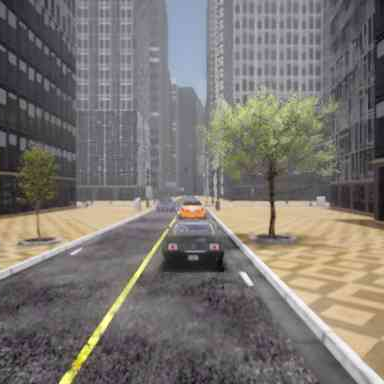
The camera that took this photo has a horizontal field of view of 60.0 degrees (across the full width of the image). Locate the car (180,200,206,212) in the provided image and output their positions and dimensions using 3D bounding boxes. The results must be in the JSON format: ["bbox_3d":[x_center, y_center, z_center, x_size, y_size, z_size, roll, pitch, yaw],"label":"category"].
[{"bbox_3d":[0.065,1.421,27.904,2.097,1.767,4.553,0,0,0],"label":"car"}]

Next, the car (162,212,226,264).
[{"bbox_3d":[0.062,1.628,11.872,1.895,1.301,4.718,0,0,0],"label":"car"}]

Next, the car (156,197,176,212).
[{"bbox_3d":[-3.072,1.456,39.934,2.097,1.767,4.553,0,0,0],"label":"car"}]
